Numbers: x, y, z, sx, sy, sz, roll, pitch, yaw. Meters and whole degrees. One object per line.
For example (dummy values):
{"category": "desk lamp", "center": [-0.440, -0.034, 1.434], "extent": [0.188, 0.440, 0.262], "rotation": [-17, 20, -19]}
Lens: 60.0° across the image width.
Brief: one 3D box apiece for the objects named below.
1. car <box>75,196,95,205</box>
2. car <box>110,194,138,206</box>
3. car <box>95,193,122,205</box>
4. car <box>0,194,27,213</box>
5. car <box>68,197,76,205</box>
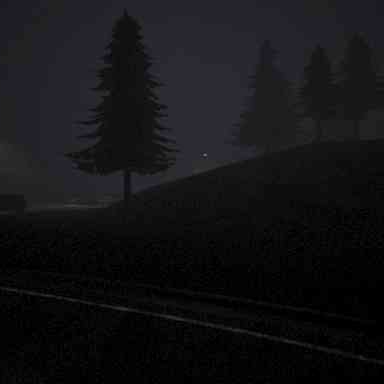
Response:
{"category": "car", "center": [-17.425, 1.600, 57.636], "extent": [1.895, 1.301, 4.718], "rotation": [0, 0, 22]}
{"category": "car", "center": [-10.819, 1.492, 55.295], "extent": [2.128, 1.511, 4.902], "rotation": [0, 0, 22]}
{"category": "car", "center": [-13.719, 1.225, 57.440], "extent": [2.150, 2.045, 5.566], "rotation": [0, 0, 22]}
{"category": "car", "center": [-19.550, 1.219, 33.784], "extent": [2.150, 2.045, 5.566], "rotation": [0, 0, 22]}
{"category": "car", "center": [-20.250, 1.524, 59.968], "extent": [1.812, 1.442, 4.674], "rotation": [0, 0, 22]}
